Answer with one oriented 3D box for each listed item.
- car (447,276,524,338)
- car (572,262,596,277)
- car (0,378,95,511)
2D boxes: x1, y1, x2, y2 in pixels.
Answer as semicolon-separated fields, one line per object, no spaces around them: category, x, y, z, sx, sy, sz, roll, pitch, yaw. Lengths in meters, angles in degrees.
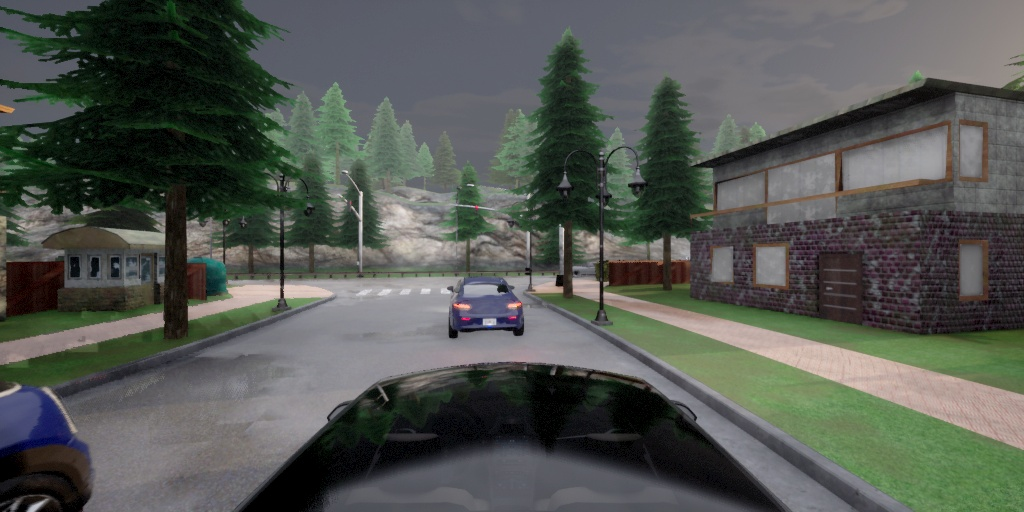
car;-0.836;1.276;10.119;1.812;1.442;4.674;0;0;-9
car;6.870;1.193;32.252;4.718;1.301;1.895;0;0;-12
car;-3.787;1.102;0.338;2.097;1.767;4.553;0;0;-1
